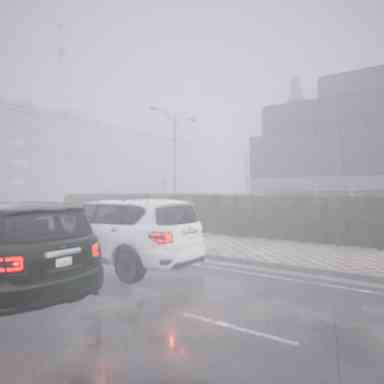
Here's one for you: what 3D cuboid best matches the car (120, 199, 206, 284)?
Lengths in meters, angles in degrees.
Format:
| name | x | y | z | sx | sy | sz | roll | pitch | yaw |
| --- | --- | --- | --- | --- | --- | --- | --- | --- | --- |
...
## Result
| name | x | y | z | sx | sy | sz | roll | pitch | yaw |
| --- | --- | --- | --- | --- | --- | --- | --- | --- | --- |
| car | -2.216 | 1.217 | 9.824 | 5.566 | 2.045 | 2.150 | 0 | 0 | 36 |

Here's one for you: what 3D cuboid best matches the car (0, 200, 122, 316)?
| name | x | y | z | sx | sy | sz | roll | pitch | yaw |
| --- | --- | --- | --- | --- | --- | --- | --- | --- | --- |
| car | -4.237 | 1.217 | 6.965 | 5.566 | 2.045 | 2.150 | 0 | 0 | 36 |
